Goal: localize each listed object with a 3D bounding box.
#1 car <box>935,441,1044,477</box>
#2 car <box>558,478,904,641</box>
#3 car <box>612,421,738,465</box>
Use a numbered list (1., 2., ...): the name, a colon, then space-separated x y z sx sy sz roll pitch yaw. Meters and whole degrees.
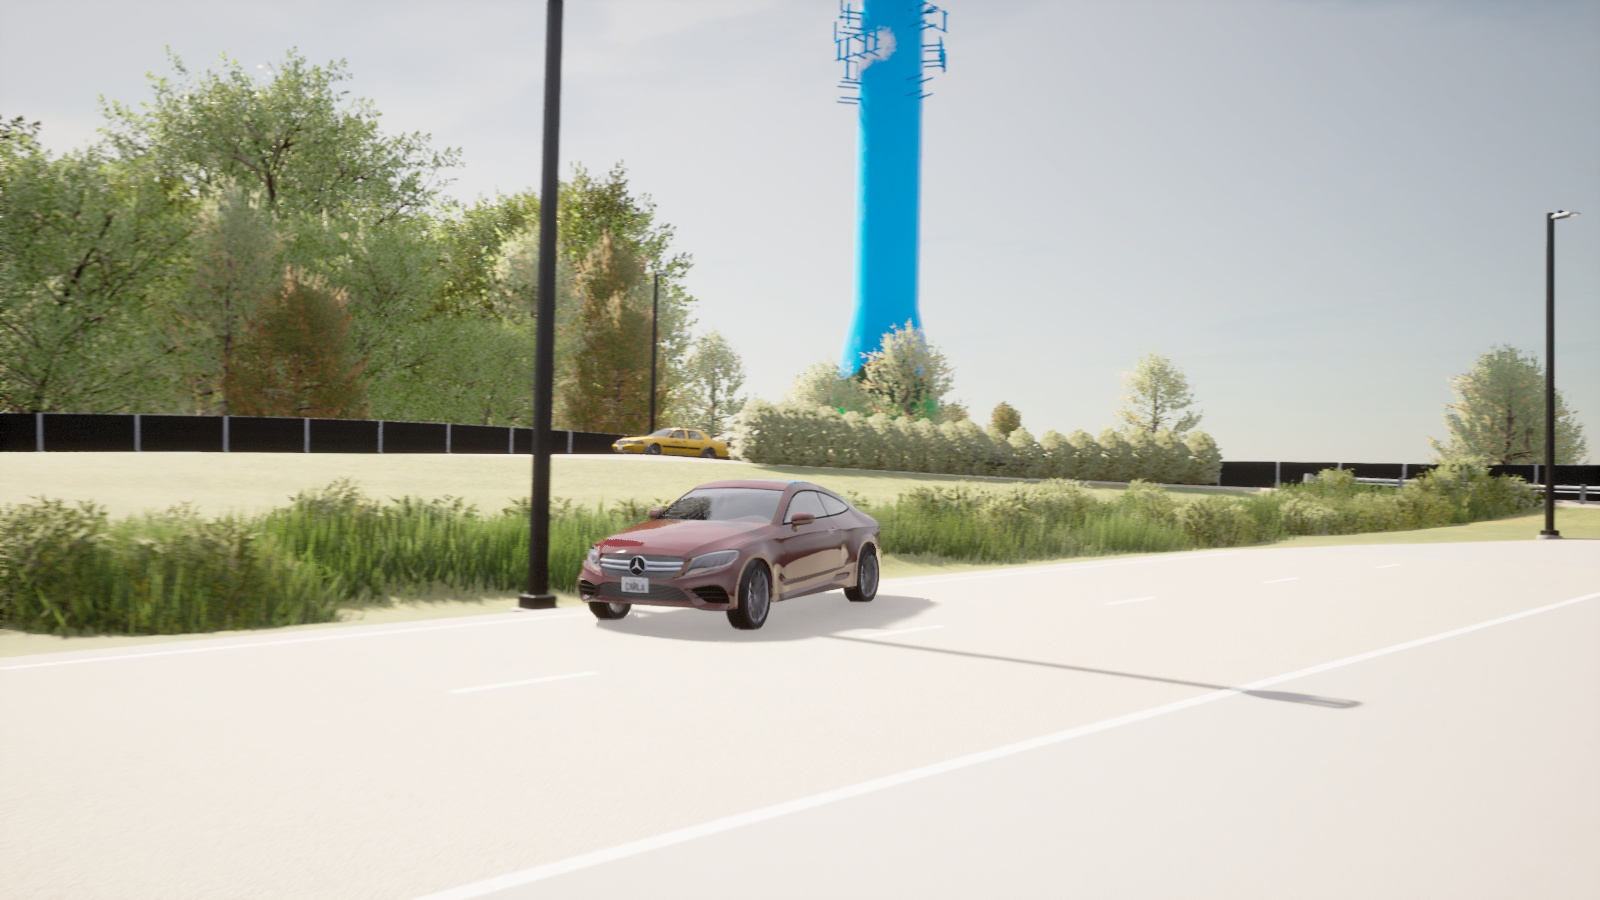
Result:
1. car: 8.831 0.442 58.509 4.674 1.442 1.812 3 -2 -16
2. car: -0.531 1.055 13.965 1.812 1.442 4.674 0 -1 25
3. car: -5.340 -0.256 54.182 5.366 1.575 1.801 4 -4 -42
